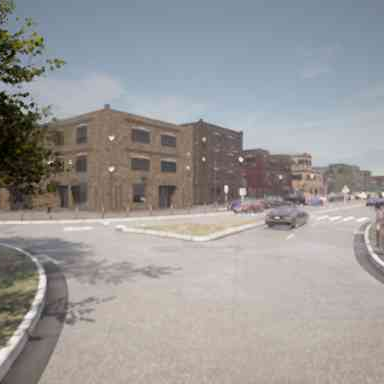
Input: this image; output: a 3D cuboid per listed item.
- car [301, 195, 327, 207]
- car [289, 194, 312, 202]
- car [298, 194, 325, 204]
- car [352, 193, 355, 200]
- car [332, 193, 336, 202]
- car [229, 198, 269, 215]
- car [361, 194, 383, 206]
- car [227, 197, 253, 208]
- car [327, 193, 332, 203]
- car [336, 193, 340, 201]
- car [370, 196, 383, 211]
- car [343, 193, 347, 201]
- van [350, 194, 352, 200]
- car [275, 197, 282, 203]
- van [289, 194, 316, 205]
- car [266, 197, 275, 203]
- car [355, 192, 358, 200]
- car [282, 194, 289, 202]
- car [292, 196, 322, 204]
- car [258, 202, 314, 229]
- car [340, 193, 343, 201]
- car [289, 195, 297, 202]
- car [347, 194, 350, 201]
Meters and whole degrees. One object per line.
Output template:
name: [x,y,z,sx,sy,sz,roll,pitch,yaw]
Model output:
car: [19.908,1.602,54.066,1.812,1.442,4.674,0,0,39]
car: [19.055,1.545,60.162,5.366,1.575,1.946,0,0,38]
car: [24.009,1.370,66.789,4.553,1.767,2.185,0,0,38]
car: [37.702,1.435,84.081,4.674,1.452,2.002,0,0,38]
car: [27.475,1.338,71.079,4.553,1.767,2.185,0,0,38]
car: [6.407,1.690,37.242,1.812,1.442,4.674,0,0,40]
car: [29.255,1.554,53.275,2.033,1.411,5.357,0,0,38]
car: [6.970,1.526,45.101,4.553,1.767,2.185,0,0,38]
car: [25.717,1.354,68.953,4.553,1.767,2.185,0,0,38]
car: [29.164,1.451,73.259,4.892,1.521,2.231,0,0,38]
car: [24.277,1.583,41.956,1.837,1.490,4.892,0,0,38]
car: [32.580,1.426,77.587,4.892,1.521,2.231,0,0,38]
van: [36.159,1.177,81.943,4.442,1.987,1.878,0,0,38]
car: [10.367,1.672,49.451,4.674,1.452,2.002,0,0,38]
van: [20.708,1.304,62.369,4.442,1.987,1.878,0,0,38]
car: [8.653,1.644,47.292,5.008,1.535,2.097,0,0,38]
car: [39.263,1.386,86.362,5.366,1.575,1.946,0,0,38]
car: [12.097,1.494,51.597,4.553,1.767,2.185,0,0,38]
car: [22.322,1.513,64.609,5.008,1.535,2.097,0,0,38]
car: [6.644,1.677,22.983,2.033,1.411,5.357,0,0,31]
car: [30.872,1.437,75.423,4.892,1.521,2.231,0,0,38]
car: [13.780,1.606,53.789,4.892,1.521,2.231,0,0,38]
car: [34.288,1.415,79.750,4.892,1.521,2.231,0,0,38]
